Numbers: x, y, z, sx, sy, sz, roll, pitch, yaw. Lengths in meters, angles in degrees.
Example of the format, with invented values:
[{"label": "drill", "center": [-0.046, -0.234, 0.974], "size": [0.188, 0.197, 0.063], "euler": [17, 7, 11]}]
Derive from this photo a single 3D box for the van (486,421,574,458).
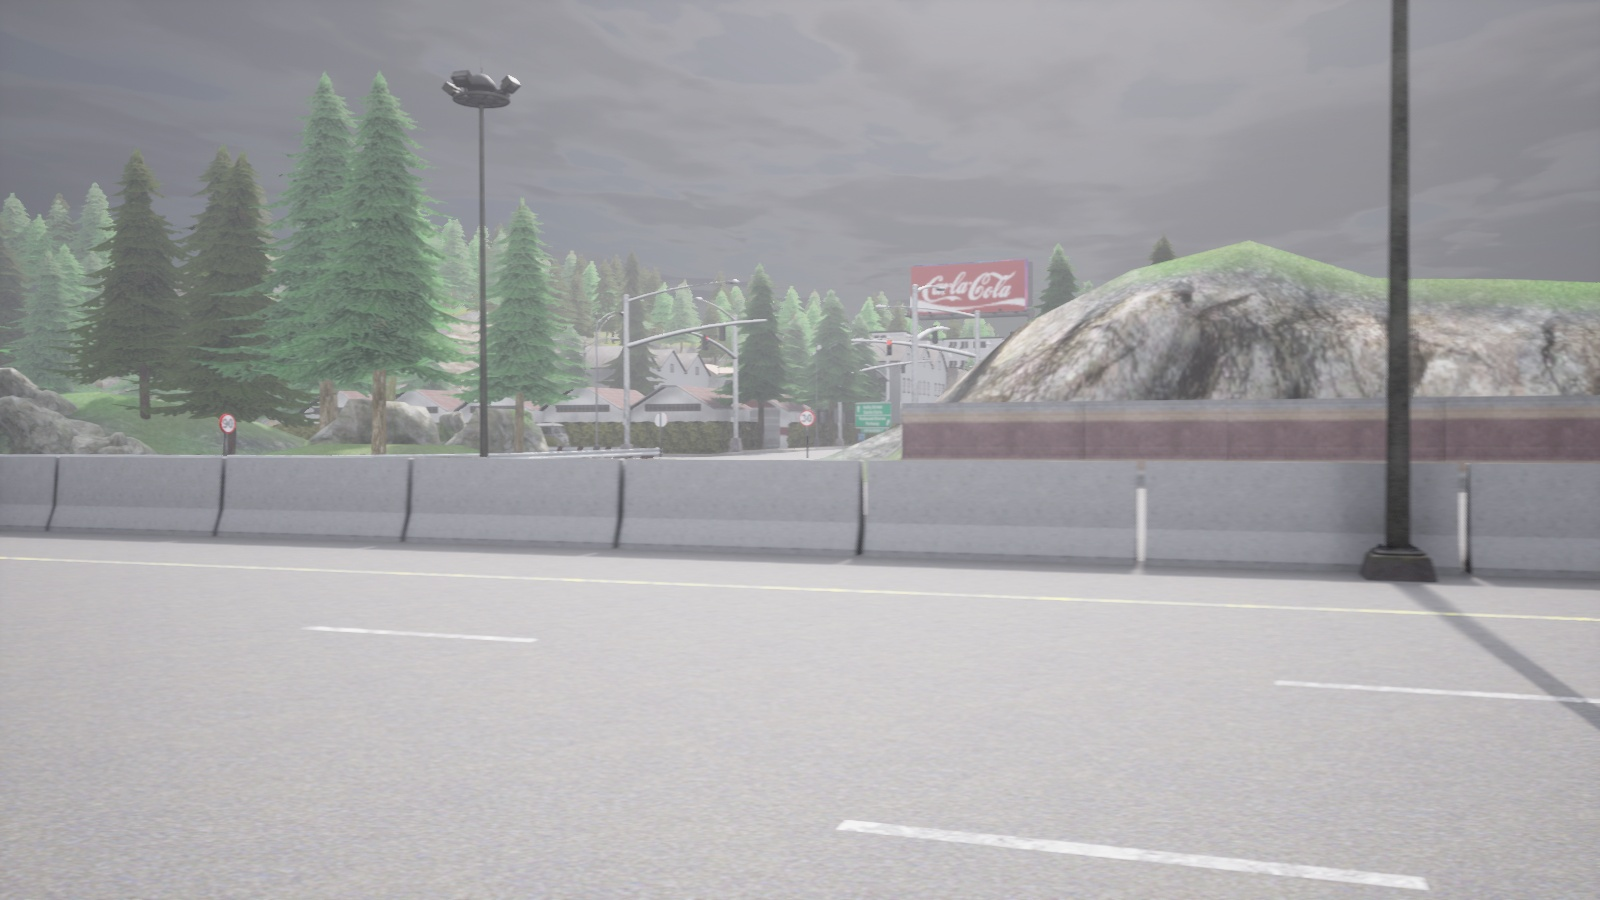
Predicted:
[{"label": "van", "center": [-14.958, -0.596, 69.598], "size": [4.442, 1.987, 1.775], "euler": [1, 1, 19]}]
